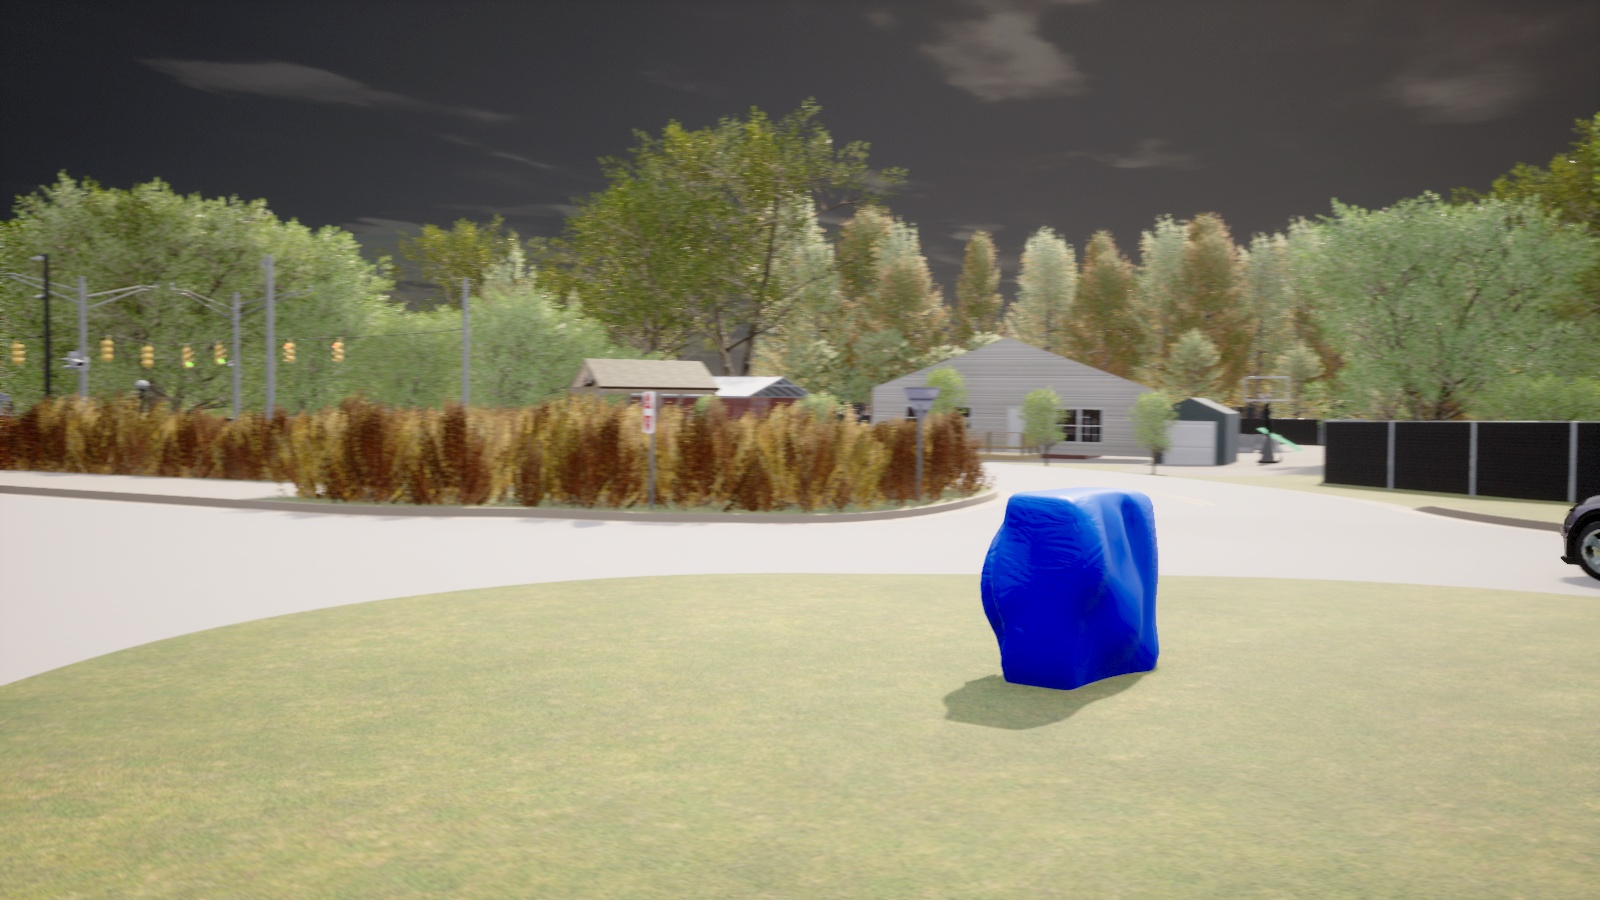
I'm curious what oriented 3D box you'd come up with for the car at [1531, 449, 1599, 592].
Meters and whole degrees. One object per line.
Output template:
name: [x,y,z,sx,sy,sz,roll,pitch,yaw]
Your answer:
car: [10.720,0.761,13.376,2.033,1.649,4.856,0,-2,-20]
